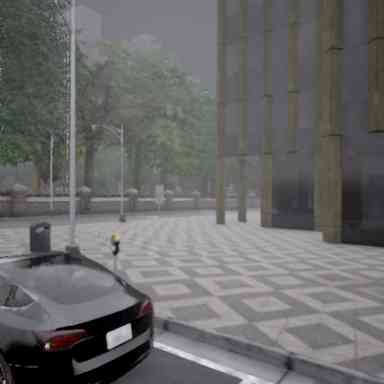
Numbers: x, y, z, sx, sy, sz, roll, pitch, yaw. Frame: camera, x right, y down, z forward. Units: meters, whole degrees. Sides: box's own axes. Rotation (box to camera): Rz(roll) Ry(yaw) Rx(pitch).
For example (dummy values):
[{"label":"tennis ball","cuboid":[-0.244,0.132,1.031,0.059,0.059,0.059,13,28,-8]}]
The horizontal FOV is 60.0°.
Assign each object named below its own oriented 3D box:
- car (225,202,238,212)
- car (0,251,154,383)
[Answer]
[{"label":"car","cuboid":[6.266,2.321,52.572,2.033,1.411,5.357,1,-1,35]},{"label":"car","cuboid":[-2.460,1.525,4.685,4.313,1.339,1.947,1,0,35]}]
